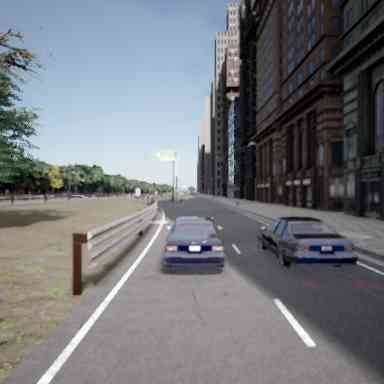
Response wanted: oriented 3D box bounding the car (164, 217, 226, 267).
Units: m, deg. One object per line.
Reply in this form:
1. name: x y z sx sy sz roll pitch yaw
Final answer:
1. car: 0.082 1.545 11.355 2.033 1.411 5.357 0 0 0

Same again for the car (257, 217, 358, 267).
1. car: 3.581 1.545 11.341 2.033 1.411 5.357 0 0 0
